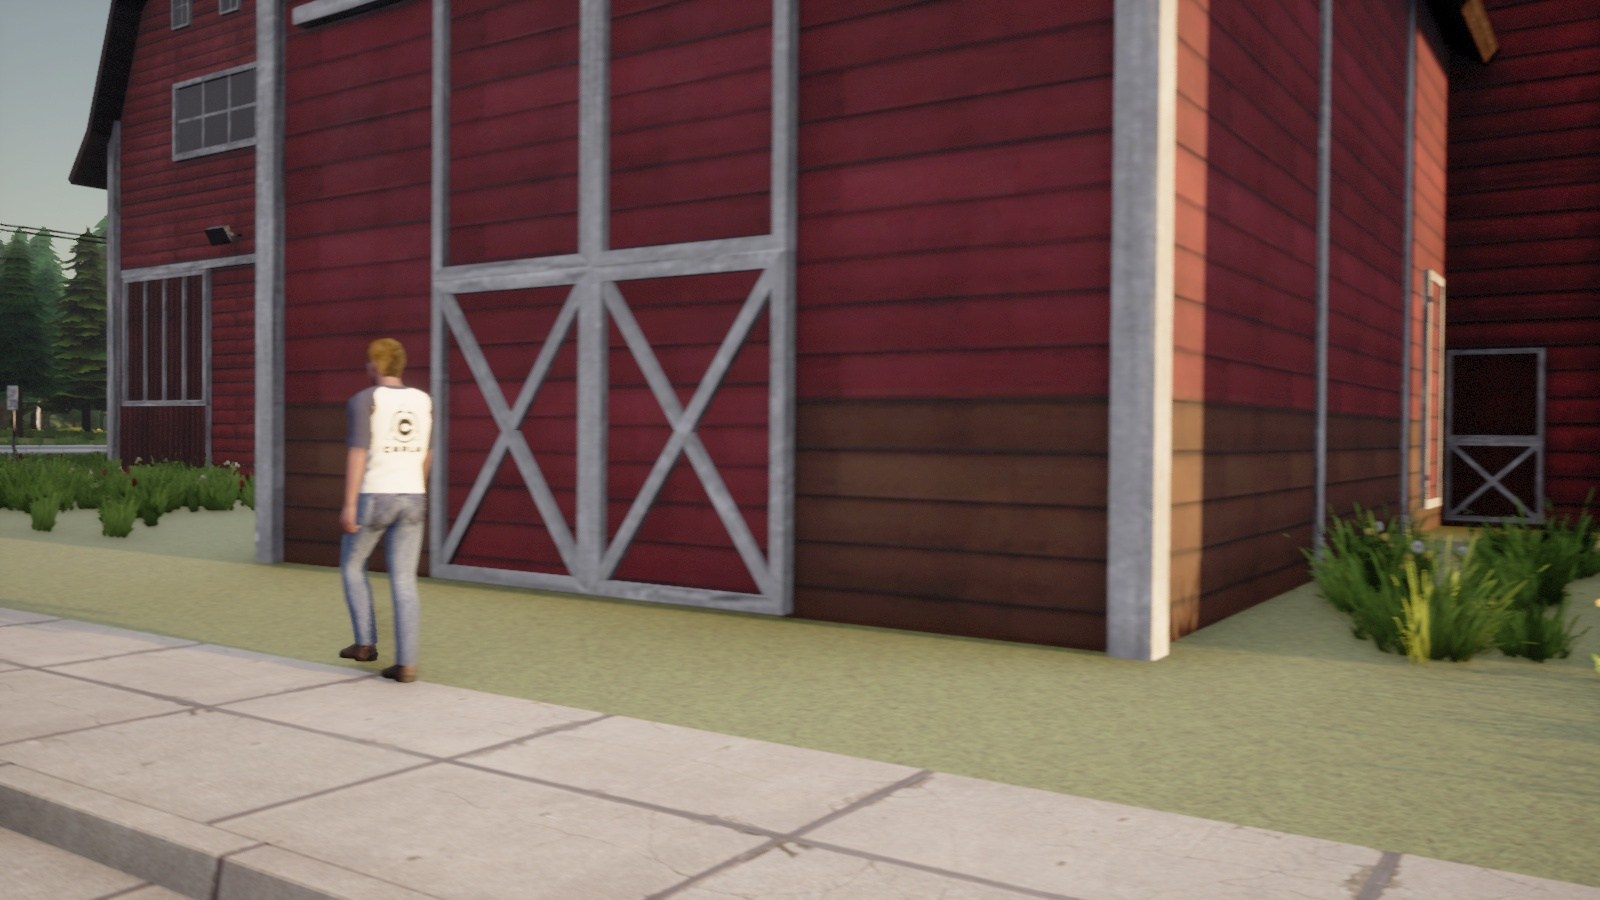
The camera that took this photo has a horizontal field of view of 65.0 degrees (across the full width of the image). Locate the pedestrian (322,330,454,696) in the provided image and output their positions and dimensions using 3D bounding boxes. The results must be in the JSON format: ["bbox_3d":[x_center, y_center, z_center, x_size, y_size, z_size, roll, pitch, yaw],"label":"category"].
[{"bbox_3d":[-2.194,0.315,6.672,0.706,1.836,0.354,0,1,44],"label":"pedestrian"}]
